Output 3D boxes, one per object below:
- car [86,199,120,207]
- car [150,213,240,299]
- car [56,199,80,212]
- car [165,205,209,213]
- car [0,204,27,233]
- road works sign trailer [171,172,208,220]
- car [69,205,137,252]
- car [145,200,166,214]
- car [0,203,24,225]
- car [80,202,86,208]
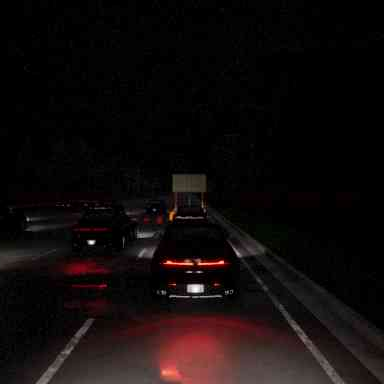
[{"bbox_3d":[-7.123,1.493,28.666,2.128,1.511,4.902,0,0,-1],"label":"car"},{"bbox_3d":[0.047,1.505,8.463,1.837,1.490,4.892,0,0,0],"label":"car"},{"bbox_3d":[-14.231,1.547,39.311,2.033,1.411,5.357,0,0,1],"label":"car"},{"bbox_3d":[-0.068,1.488,18.851,2.128,1.511,4.902,0,0,1],"label":"car"},{"bbox_3d":[-10.527,1.352,17.290,2.097,1.767,4.553,0,0,0],"label":"car"},{"bbox_3d":[-0.187,0.464,22.721,2.380,3.560,2.880,0,0,-3],"label":"road works sign trailer"},{"bbox_3d":[-3.496,1.502,13.917,1.837,1.490,4.892,0,-1,0],"label":"car"},{"bbox_3d":[-3.680,1.525,34.547,1.812,1.442,4.674,0,0,-1],"label":"car"},{"bbox_3d":[-14.082,1.563,23.813,1.994,1.385,4.181,0,0,-1],"label":"car"},{"bbox_3d":[-10.707,1.526,37.547,1.812,1.442,4.674,0,0,-1],"label":"car"}]
